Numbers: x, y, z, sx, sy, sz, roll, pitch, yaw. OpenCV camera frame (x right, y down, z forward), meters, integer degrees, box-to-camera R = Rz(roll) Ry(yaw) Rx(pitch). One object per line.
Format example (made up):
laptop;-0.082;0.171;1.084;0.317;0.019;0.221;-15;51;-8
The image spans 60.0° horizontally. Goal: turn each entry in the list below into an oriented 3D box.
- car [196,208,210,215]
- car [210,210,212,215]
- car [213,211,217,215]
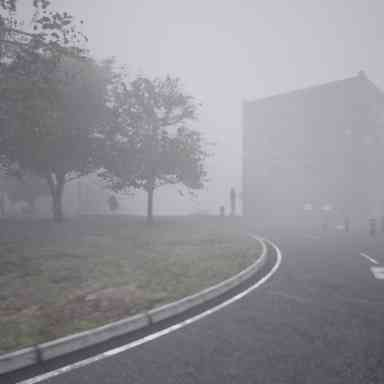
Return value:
car;1.783;4.096;65.678;2.002;1.452;4.674;1;-4;8
car;2.497;4.514;71.111;2.163;1.488;4.792;0;-4;8
car;4.692;5.814;87.456;2.002;1.452;4.674;0;-4;8
